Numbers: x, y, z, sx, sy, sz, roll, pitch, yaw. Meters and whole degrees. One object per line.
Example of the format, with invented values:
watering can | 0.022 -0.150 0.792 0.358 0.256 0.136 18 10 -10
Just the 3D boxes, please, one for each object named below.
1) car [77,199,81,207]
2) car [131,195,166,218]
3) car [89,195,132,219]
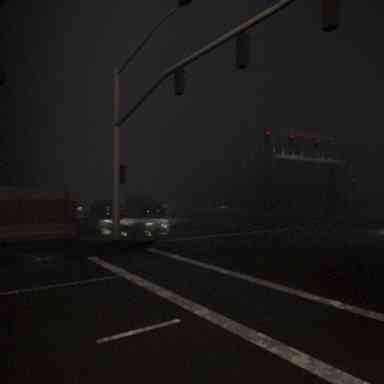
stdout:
car | -18.625 1.590 51.495 1.837 1.490 4.892 0 -1 -35
car | -4.625 1.304 31.954 2.150 2.045 5.566 0 0 -36
car | -7.606 1.415 30.107 2.097 1.767 4.553 0 0 -36
